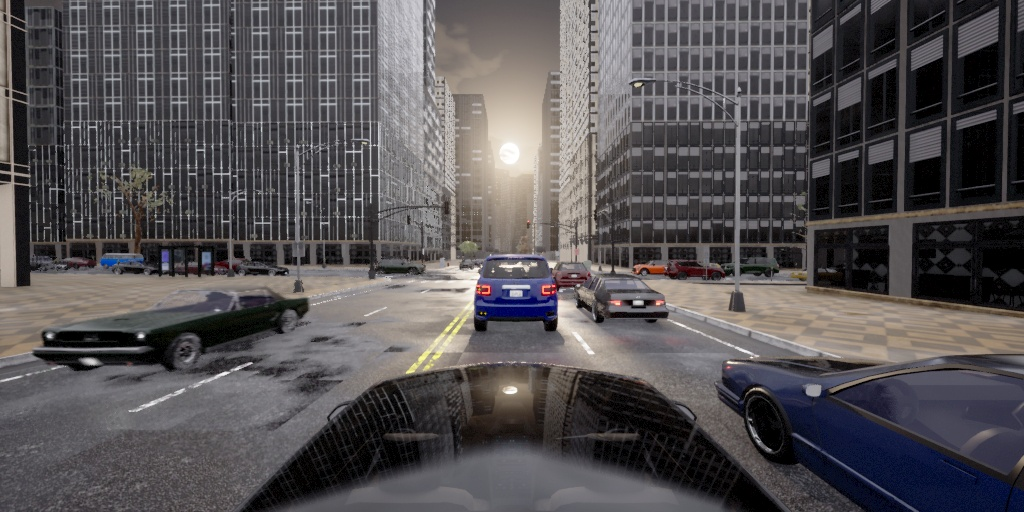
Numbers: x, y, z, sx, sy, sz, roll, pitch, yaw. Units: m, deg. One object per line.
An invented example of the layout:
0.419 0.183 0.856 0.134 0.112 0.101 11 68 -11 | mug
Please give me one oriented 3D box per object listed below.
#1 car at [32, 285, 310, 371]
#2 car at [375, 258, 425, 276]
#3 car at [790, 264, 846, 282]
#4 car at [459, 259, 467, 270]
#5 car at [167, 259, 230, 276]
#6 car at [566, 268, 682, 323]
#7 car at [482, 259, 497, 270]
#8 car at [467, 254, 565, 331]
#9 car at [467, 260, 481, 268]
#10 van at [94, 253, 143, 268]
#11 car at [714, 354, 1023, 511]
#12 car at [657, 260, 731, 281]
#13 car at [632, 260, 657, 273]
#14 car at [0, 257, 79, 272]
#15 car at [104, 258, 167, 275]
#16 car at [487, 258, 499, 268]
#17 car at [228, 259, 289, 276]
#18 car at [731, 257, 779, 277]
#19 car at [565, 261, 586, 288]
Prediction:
-6.595 1.348 7.820 1.895 1.301 4.718 0 0 0 | car
-10.854 1.021 35.114 4.553 1.767 2.097 1 1 1 | car
27.651 1.577 31.908 4.829 1.417 1.751 0 0 1 | car
-6.585 1.218 52.521 1.837 1.490 4.892 0 0 -1 | car
-28.406 1.136 32.784 4.207 1.307 1.802 0 0 1 | car
3.354 1.292 12.054 2.033 1.411 5.357 0 0 0 | car
-3.319 1.189 53.411 1.882 1.535 5.008 0 0 0 | car
0.100 0.967 11.052 2.150 2.045 5.566 0 0 0 | car
-6.551 1.301 62.824 1.895 1.301 4.718 0 0 0 | car
-45.275 0.603 41.624 3.998 1.789 1.690 0 0 1 | van
3.351 1.297 1.874 2.033 1.411 5.357 0 0 1 | car
16.203 1.267 32.108 5.009 1.841 2.192 0 0 1 | car
15.048 1.200 37.882 4.553 1.767 2.097 0 1 0 | car
-47.305 0.831 35.902 4.902 1.511 2.128 0 1 2 | car
-34.087 1.068 32.959 4.313 1.339 1.948 0 0 1 | car
-3.299 1.178 63.024 1.882 1.535 5.008 0 0 0 | car
-22.722 1.172 32.649 4.313 1.339 1.948 0 0 1 | car
24.900 1.156 37.730 5.566 2.045 2.150 1 1 1 | car
3.355 1.091 21.461 2.097 1.767 4.553 0 0 0 | car
